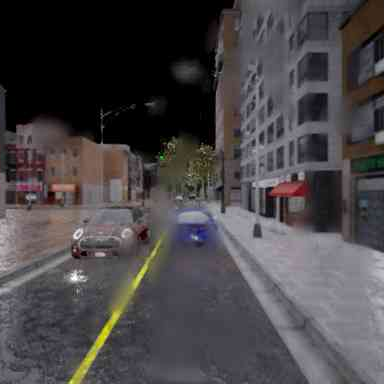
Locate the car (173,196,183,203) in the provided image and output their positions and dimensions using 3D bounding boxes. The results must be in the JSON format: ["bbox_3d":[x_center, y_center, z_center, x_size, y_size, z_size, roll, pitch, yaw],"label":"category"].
[{"bbox_3d":[-2.760,1.485,68.256,1.812,1.442,4.674,0,0,0],"label":"car"}]

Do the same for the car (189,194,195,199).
[{"bbox_3d":[-0.016,1.369,92.588,1.882,1.535,5.008,0,0,0],"label":"car"}]

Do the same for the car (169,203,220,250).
[{"bbox_3d":[0.086,1.456,14.178,1.882,1.535,5.008,0,0,0],"label":"car"}]

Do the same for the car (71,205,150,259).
[{"bbox_3d":[-2.846,1.333,12.503,2.097,1.767,4.553,0,0,0],"label":"car"}]

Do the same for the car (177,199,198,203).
[{"bbox_3d":[-0.123,1.567,30.420,1.895,1.301,4.718,0,0,-4],"label":"car"}]
